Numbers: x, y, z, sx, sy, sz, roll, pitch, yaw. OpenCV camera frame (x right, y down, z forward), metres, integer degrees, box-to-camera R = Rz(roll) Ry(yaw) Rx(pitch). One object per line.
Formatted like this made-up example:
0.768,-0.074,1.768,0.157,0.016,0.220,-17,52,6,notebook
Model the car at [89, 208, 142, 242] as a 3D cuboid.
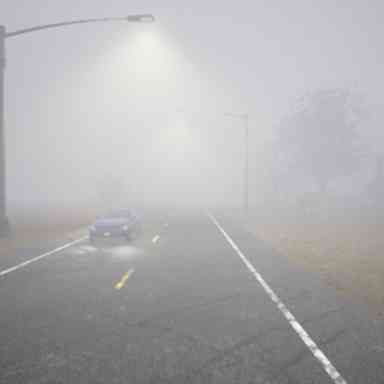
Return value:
-3.594,1.520,16.378,1.812,1.442,4.674,0,0,0,car
